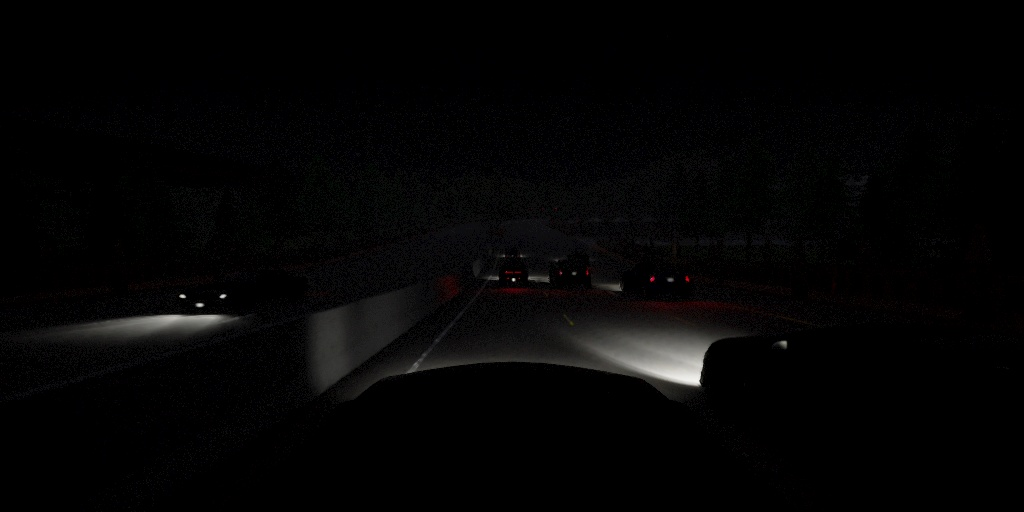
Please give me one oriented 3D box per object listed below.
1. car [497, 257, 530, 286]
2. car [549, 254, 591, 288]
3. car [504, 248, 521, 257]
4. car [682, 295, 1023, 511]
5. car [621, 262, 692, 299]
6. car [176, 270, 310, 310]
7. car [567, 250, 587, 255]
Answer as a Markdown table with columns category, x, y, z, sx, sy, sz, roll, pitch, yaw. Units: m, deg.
| category | x | y | z | sx | sy | sz | roll | pitch | yaw |
| --- | --- | --- | --- | --- | --- | --- | --- | --- | --- |
| car | 0.097 | 1.091 | 24.026 | 1.837 | 1.490 | 4.892 | 0 | 2 | 0 |
| car | 3.598 | 0.973 | 22.883 | 2.097 | 1.767 | 4.553 | 0 | 2 | 0 |
| car | 0.052 | -0.246 | 42.548 | 2.033 | 1.411 | 5.357 | 0 | 7 | 0 |
| car | 3.599 | 1.312 | 3.305 | 1.994 | 1.385 | 4.181 | 0 | 0 | 0 |
| car | 7.098 | 1.068 | 18.175 | 2.097 | 1.767 | 4.553 | 0 | 1 | 0 |
| car | -10.588 | 1.280 | 14.814 | 2.033 | 1.411 | 5.357 | 0 | 0 | 0 |
| car | 7.069 | 0.124 | 38.622 | 1.837 | 1.490 | 4.892 | 0 | 5 | 0 |
